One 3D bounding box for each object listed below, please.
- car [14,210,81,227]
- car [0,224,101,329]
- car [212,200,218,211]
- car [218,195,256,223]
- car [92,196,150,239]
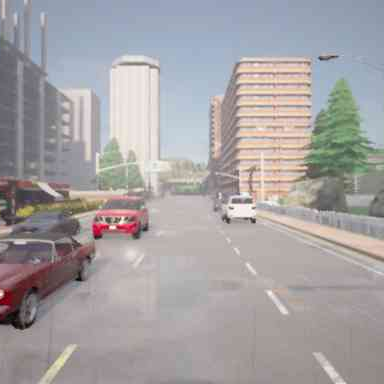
[{"bbox_3d":[-7.021,1.602,16.397,1.994,1.385,4.181,0,0,1],"label":"car"},{"bbox_3d":[-3.602,1.618,7.107,1.895,1.301,4.718,0,0,0],"label":"car"},{"bbox_3d":[3.554,1.632,41.273,2.033,1.411,5.357,0,0,1],"label":"car"},{"bbox_3d":[3.541,1.276,25.897,2.150,2.045,5.566,0,0,0],"label":"car"},{"bbox_3d":[-3.596,1.261,17.828,2.150,2.045,5.566,0,0,0],"label":"car"}]
